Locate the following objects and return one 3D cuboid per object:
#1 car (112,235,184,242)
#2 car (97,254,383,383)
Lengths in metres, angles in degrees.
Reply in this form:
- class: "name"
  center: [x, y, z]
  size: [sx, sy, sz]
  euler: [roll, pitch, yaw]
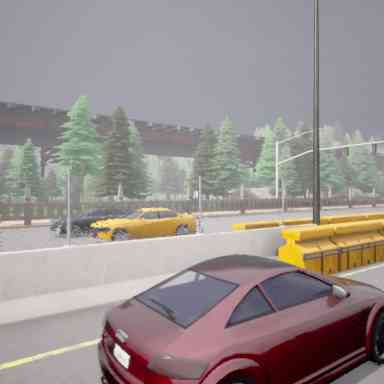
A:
- class: "car"
  center: [-2.141, 1.477, 15.334]
  size: [5.008, 1.535, 1.882]
  euler: [0, 0, -35]
- class: "car"
  center: [0.938, 1.564, 4.418]
  size: [4.181, 1.385, 1.994]
  euler: [0, 0, -36]
